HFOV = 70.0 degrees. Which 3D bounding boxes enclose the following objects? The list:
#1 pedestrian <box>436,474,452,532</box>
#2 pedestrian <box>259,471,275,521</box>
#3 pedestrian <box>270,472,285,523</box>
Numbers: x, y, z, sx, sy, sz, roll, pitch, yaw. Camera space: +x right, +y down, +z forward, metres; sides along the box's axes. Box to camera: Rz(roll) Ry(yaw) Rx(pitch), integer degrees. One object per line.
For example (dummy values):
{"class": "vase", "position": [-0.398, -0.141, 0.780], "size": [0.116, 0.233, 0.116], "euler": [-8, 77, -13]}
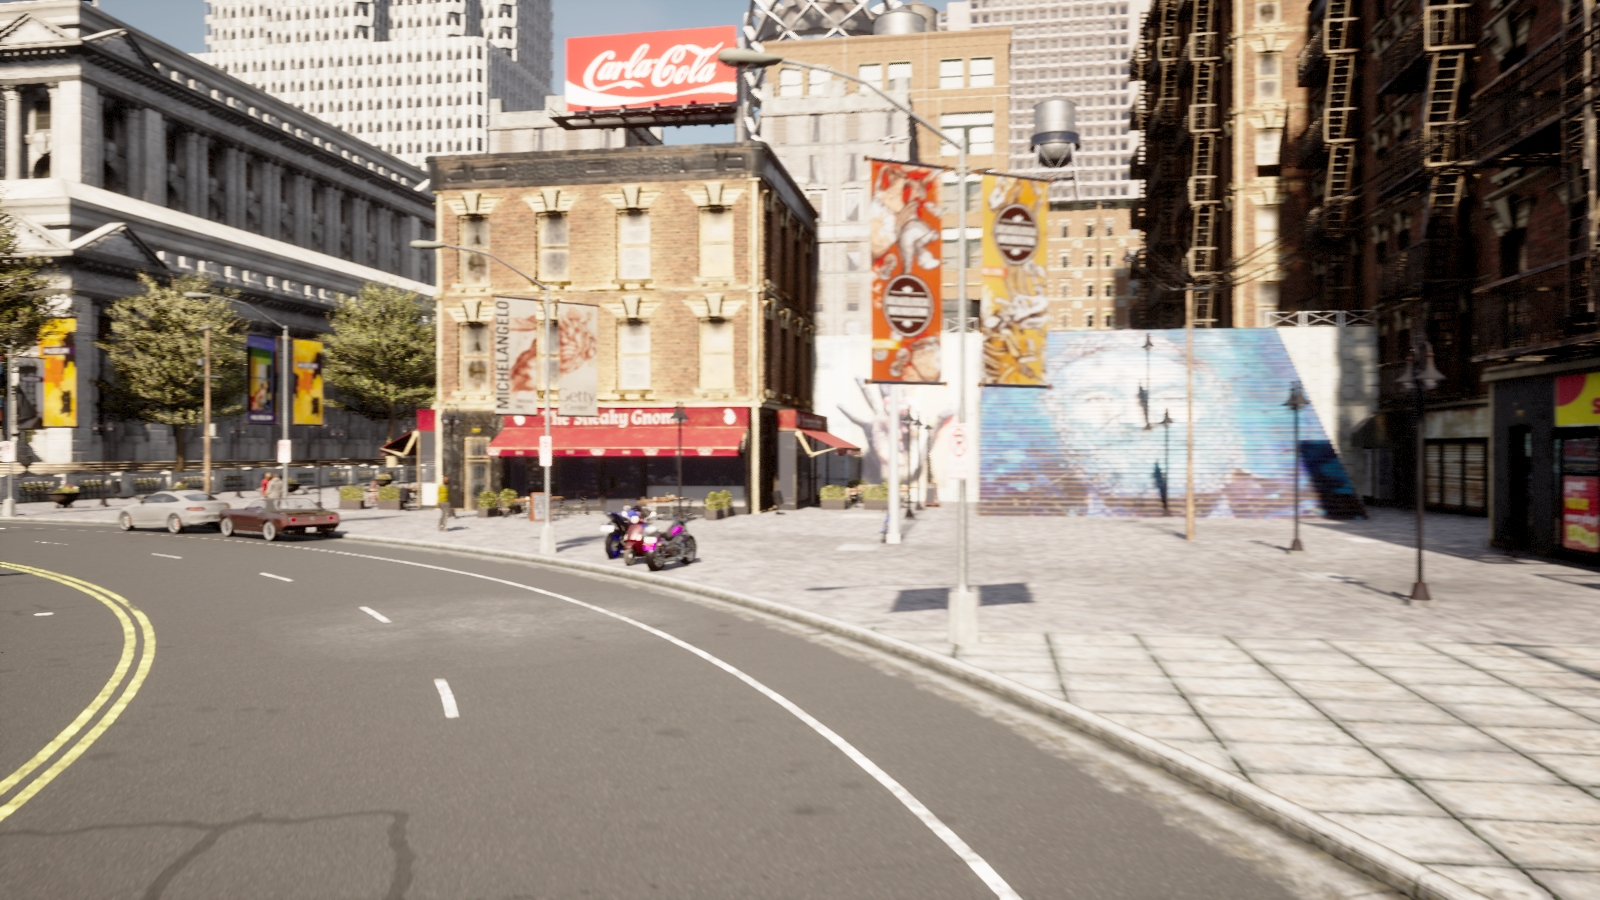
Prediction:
{"class": "pedestrian", "position": [-11.525, 1.709, 36.987], "size": [0.375, 1.860, 0.375], "euler": [0, 0, 39]}
{"class": "pedestrian", "position": [-20.053, 1.721, 43.005], "size": [0.375, 1.860, 0.375], "euler": [0, 0, 27]}
{"class": "pedestrian", "position": [-18.960, 1.718, 41.438], "size": [0.375, 1.860, 0.375], "euler": [0, 0, 39]}
